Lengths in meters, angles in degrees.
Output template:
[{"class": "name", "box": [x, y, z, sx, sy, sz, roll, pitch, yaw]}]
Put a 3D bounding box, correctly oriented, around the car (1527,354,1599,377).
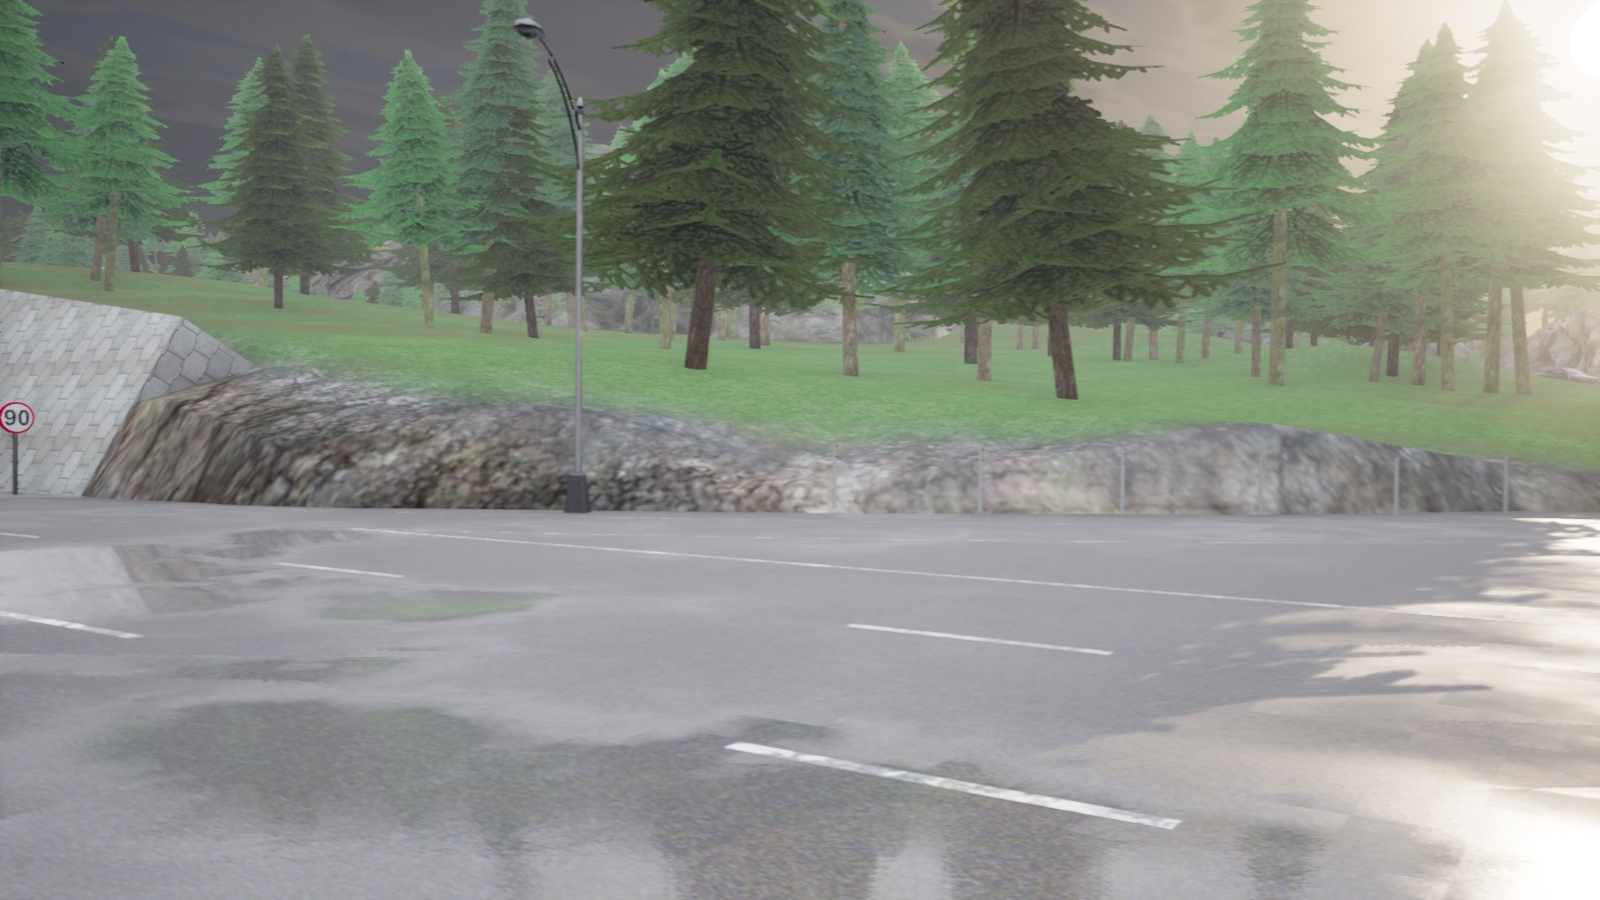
[{"class": "car", "box": [51.451, -5.697, 84.176, 1.812, 1.442, 4.674, -1, 5, -15]}]
